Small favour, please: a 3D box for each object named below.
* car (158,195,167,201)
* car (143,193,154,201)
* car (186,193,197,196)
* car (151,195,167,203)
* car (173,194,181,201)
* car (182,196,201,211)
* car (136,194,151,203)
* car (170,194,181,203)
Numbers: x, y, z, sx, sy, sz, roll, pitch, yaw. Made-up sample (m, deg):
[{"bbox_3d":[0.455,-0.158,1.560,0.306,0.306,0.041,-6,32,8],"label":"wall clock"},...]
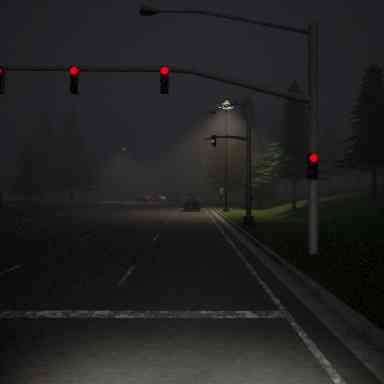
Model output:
[{"bbox_3d":[-7.106,1.356,80.778,1.812,1.442,4.674,0,0,0],"label":"car"},{"bbox_3d":[-10.606,1.187,80.743,2.097,1.767,4.553,0,0,0],"label":"car"},{"bbox_3d":[-0.092,1.217,70.397,2.150,2.045,5.566,0,0,0],"label":"car"},{"bbox_3d":[-7.093,1.587,70.804,1.895,1.301,4.718,0,0,0],"label":"car"},{"bbox_3d":[-3.606,1.310,80.782,1.882,1.535,5.008,0,0,0],"label":"car"},{"bbox_3d":[-0.052,1.526,39.754,1.812,1.442,4.674,0,0,0],"label":"car"},{"bbox_3d":[-10.592,1.531,70.353,2.033,1.411,5.357,0,0,0],"label":"car"},{"bbox_3d":[-3.593,1.545,70.779,1.994,1.385,4.181,0,0,0],"label":"car"}]
